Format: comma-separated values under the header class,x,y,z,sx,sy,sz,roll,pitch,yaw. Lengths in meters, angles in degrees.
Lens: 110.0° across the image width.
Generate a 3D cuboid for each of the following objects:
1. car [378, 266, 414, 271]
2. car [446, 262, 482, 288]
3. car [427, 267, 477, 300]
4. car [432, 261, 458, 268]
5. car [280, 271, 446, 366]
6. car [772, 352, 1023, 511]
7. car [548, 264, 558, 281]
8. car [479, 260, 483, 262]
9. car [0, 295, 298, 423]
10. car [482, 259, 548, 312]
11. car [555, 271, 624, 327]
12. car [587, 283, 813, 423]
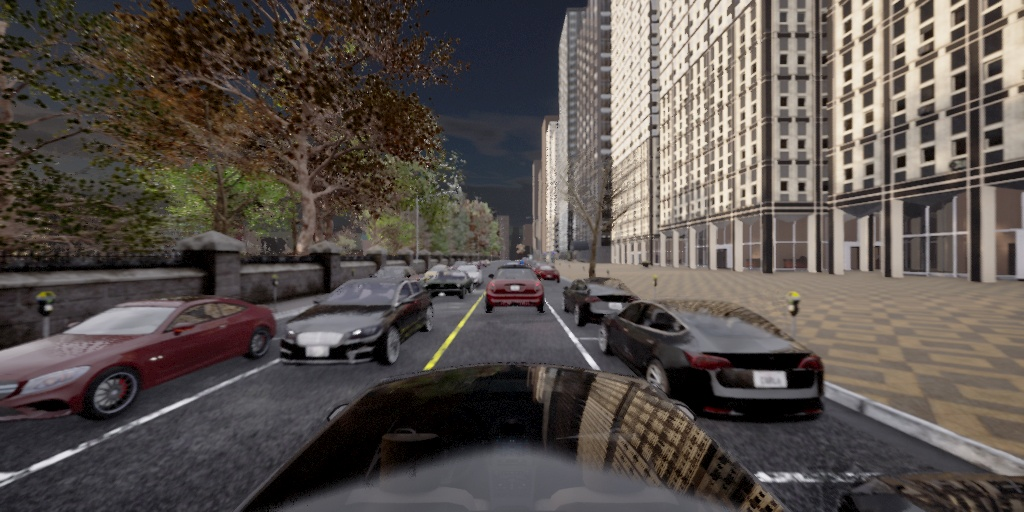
class,x,y,z,sx,sy,sz,roll,pitch,yaw
car,-5.684,1.221,17.087,1.967,1.591,4.097,0,0,0
car,-2.990,1.339,24.273,1.812,1.442,4.674,0,0,0
car,-3.069,1.384,17.966,1.895,1.301,4.718,0,0,0
car,-5.679,1.333,28.182,1.751,1.417,4.829,0,0,0
car,-3.084,1.255,8.149,2.128,1.511,4.902,0,0,0
car,2.688,1.313,0.186,1.948,1.339,4.313,0,0,0
car,2.702,1.353,28.349,1.888,1.381,4.507,0,0,0
car,-5.666,1.430,56.512,1.888,1.381,4.507,0,0,0
car,-5.690,1.340,5.822,1.802,1.307,4.207,0,0,0
car,0.106,1.127,14.449,2.097,1.767,4.553,0,0,0
car,2.693,1.335,11.451,1.948,1.339,4.313,0,0,0
car,2.691,1.324,5.819,1.948,1.339,4.313,0,0,0
